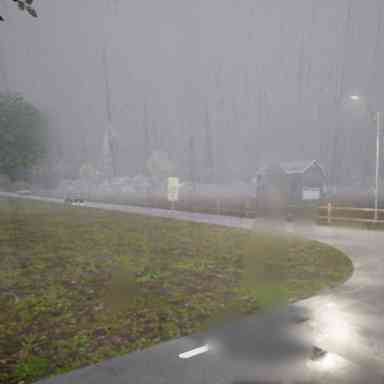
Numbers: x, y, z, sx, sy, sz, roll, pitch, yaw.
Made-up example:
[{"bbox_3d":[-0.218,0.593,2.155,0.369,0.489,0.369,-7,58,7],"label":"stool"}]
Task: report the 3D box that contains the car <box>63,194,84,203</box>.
[{"bbox_3d":[-18.376,0.984,51.391,2.033,1.411,5.357,2,-1,-36],"label":"car"}]
